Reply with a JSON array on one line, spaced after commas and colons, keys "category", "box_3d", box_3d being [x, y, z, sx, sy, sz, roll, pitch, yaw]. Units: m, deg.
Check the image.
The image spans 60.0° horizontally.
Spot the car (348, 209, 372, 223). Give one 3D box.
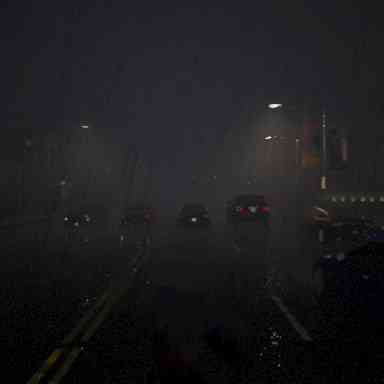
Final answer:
[{"category": "car", "box_3d": [6.548, 1.331, 9.166, 2.185, 1.767, 4.553, 0, 0, 0]}]

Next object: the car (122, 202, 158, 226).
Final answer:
[{"category": "car", "box_3d": [-3.476, 1.456, 22.737, 1.882, 1.535, 5.008, 0, 0, 0]}]

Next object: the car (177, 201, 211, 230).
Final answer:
[{"category": "car", "box_3d": [0.113, 1.512, 20.604, 1.994, 1.385, 4.181, 0, 0, 0]}]

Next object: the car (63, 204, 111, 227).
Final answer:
[{"category": "car", "box_3d": [-6.976, 1.534, 22.741, 2.033, 1.411, 5.357, 0, 0, 0]}]

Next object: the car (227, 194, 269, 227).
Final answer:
[{"category": "car", "box_3d": [3.624, 1.166, 22.327, 2.150, 2.045, 5.566, 0, 0, 0]}]

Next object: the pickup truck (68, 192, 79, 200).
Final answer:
[{"category": "pickup truck", "box_3d": [-25.017, 0.901, 76.094, 6.274, 2.098, 2.390, 0, 0, 0]}]

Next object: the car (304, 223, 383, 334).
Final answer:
[{"category": "car", "box_3d": [3.600, 1.511, 5.526, 1.812, 1.442, 4.674, 0, 0, 0]}]

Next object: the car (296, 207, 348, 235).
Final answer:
[{"category": "car", "box_3d": [6.416, 1.440, 15.592, 2.097, 1.535, 5.008, 0, 0, 0]}]
